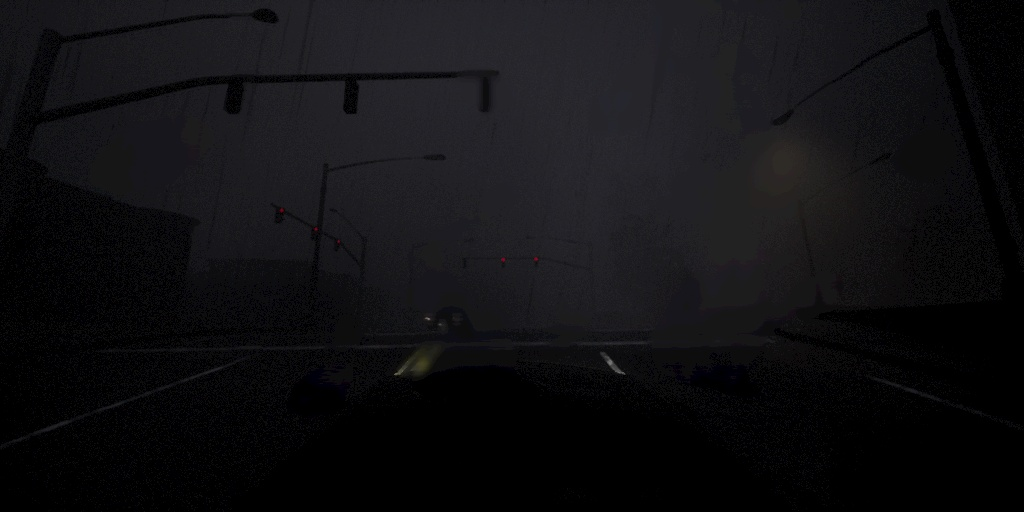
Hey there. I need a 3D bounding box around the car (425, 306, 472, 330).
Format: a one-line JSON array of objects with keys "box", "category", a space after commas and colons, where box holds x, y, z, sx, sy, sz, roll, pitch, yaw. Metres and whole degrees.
[{"box": [-3.347, 3.533, 20.067, 2.033, 1.411, 5.357, -1, -12, 1], "category": "car"}]

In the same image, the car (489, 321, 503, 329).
[{"box": [-2.793, 12.491, 63.693, 2.150, 2.045, 5.566, -1, -12, 1], "category": "car"}]
